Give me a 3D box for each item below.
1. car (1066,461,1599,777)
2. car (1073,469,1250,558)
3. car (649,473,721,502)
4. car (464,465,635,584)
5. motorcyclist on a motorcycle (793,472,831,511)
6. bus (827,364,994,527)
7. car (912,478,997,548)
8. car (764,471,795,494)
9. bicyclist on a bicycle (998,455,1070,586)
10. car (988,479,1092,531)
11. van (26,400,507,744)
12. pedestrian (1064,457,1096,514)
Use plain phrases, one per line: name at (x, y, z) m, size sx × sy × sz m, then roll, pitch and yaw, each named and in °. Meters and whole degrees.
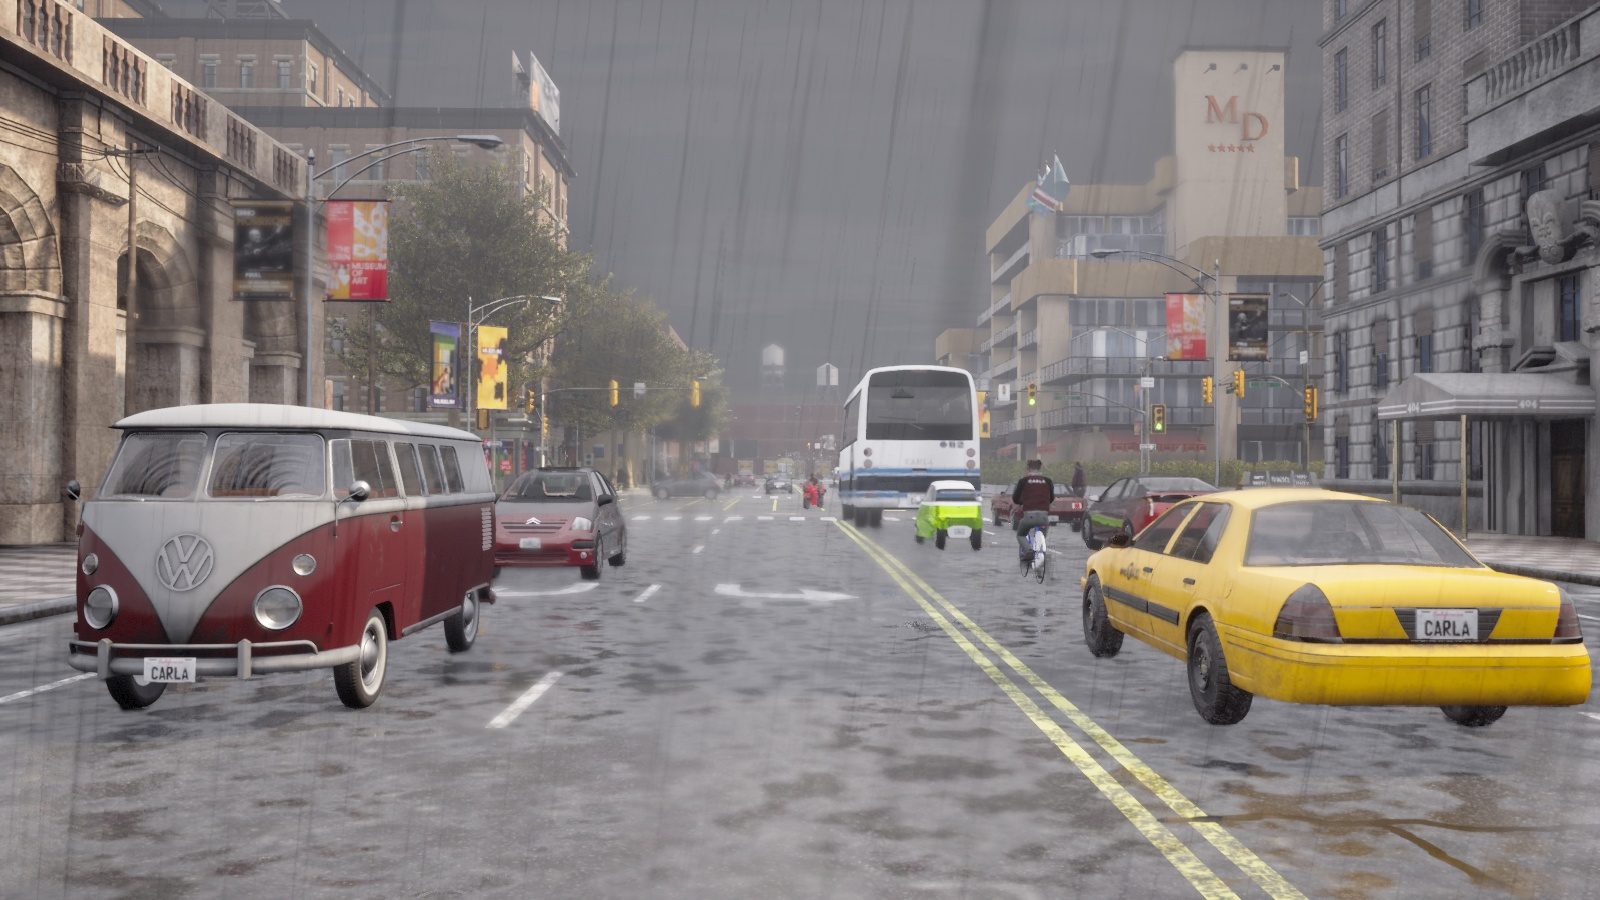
car at (3.397, 0.891, 8.986) m, size 1.801 × 1.575 × 5.366 m, roll 0°, pitch -1°, yaw 0°
car at (6.754, 1.137, 24.014) m, size 2.007 × 1.525 × 4.514 m, roll 0°, pitch -1°, yaw -1°
car at (-6.050, 1.960, 66.087) m, size 3.633 × 1.501 × 1.845 m, roll 0°, pitch -1°, yaw -1°
car at (-3.690, 1.049, 19.162) m, size 1.851 × 1.617 × 3.988 m, roll 0°, pitch -1°, yaw -1°
motorcyclist on a motorcycle at (0.502, 1.645, 50.740) m, size 0.797 × 1.523 × 2.044 m, roll 1°, pitch -1°, yaw 23°
bus at (2.990, 0.060, 37.892) m, size 3.944 × 4.253 × 10.273 m, roll 0°, pitch -2°, yaw -1°
car at (3.211, 1.300, 26.481) m, size 1.481 × 1.376 × 2.207 m, roll 0°, pitch -1°, yaw -1°
car at (-1.442, 2.247, 87.812) m, size 2.128 × 1.511 × 4.902 m, roll 0°, pitch -1°, yaw -1°
bicyclist on a bicycle at (3.325, 0.973, 17.987) m, size 0.659 × 1.776 × 1.843 m, roll 0°, pitch -1°, yaw -1°
car at (6.554, 1.473, 34.866) m, size 1.895 × 1.301 × 4.718 m, roll 0°, pitch -1°, yaw -1°
van at (-3.607, 0.741, 9.502) m, size 1.775 × 1.987 × 4.442 m, roll 0°, pitch -1°, yaw -1°
pedestrian at (9.256, 1.171, 41.521) m, size 0.899 × 1.844 × 0.634 m, roll 0°, pitch -1°, yaw 2°
